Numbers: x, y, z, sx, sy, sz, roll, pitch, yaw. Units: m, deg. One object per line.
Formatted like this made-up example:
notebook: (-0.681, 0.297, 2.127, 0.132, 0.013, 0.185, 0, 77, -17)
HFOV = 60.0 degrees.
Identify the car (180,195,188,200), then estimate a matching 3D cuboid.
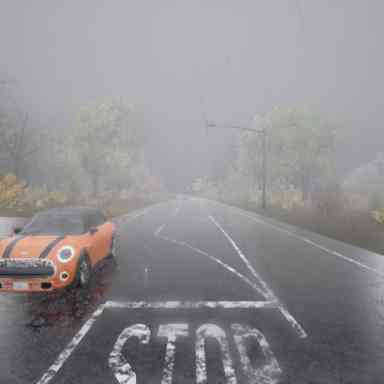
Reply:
car: (-2.103, 1.617, 92.996, 1.994, 1.385, 4.181, 0, 0, 5)

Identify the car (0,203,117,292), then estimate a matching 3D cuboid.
car: (-3.507, 1.275, 9.045, 2.097, 1.767, 4.553, 0, 2, 0)
